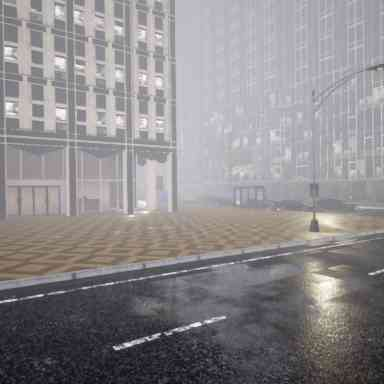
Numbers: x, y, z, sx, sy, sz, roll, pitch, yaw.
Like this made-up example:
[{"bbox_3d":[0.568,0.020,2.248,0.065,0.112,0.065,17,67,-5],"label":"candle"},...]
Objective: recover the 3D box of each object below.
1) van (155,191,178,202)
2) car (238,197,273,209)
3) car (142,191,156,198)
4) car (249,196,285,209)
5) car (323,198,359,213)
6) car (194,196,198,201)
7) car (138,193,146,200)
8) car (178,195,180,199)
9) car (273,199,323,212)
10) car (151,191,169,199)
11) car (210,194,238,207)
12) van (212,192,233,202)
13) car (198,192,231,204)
[{"bbox_3d":[-4.748,0.936,59.110,1.690,1.788,3.998,0,1,-35],"label":"van"},{"bbox_3d":[8.043,1.387,40.321,1.802,1.307,4.206,0,1,-35],"label":"car"},{"bbox_3d":[-10.729,0.685,82.590,1.967,1.590,4.097,0,1,-35],"label":"car"},{"bbox_3d":[9.614,1.316,42.785,1.994,1.385,4.181,-1,1,-35],"label":"car"},{"bbox_3d":[15.009,1.364,34.946,1.812,1.442,4.674,-1,1,-34],"label":"car"},{"bbox_3d":[2.157,1.042,63.861,1.802,1.307,4.206,0,1,-35],"label":"car"},{"bbox_3d":[-11.191,1.039,68.478,2.008,1.369,4.403,0,1,-35],"label":"car"},{"bbox_3d":[-4.286,0.935,73.227,1.802,1.307,4.206,0,1,-35],"label":"car"},{"bbox_3d":[11.251,1.423,35.627,1.947,1.339,4.313,0,1,-35],"label":"car"},{"bbox_3d":[-7.507,0.614,77.906,2.192,1.841,5.009,0,1,-35],"label":"car"},{"bbox_3d":[4.870,1.319,45.036,1.947,1.339,4.313,0,1,-35],"label":"car"},{"bbox_3d":[5.377,0.855,59.175,1.690,1.788,3.998,0,1,-35],"label":"van"},{"bbox_3d":[3.727,1.205,51.362,2.033,1.411,5.357,-1,1,-34],"label":"car"}]
